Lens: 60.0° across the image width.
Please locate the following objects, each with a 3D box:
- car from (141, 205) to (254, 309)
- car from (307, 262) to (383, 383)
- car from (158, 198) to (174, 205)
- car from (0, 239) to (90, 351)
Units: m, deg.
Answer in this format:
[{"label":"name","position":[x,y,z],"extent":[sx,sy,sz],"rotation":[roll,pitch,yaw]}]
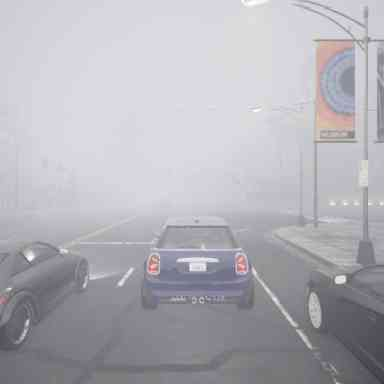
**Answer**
[{"label":"car","position":[0.101,1.352,8.018],"extent":[2.097,1.767,4.553],"rotation":[0,0,0]},{"label":"car","position":[2.901,1.480,3.734],"extent":[2.097,1.535,5.008],"rotation":[0,0,0]},{"label":"car","position":[-3.391,1.547,43.626],"extent":[2.033,1.411,5.357],"rotation":[0,0,0]},{"label":"car","position":[-3.399,1.564,6.199],"extent":[1.994,1.385,4.181],"rotation":[0,0,0]}]
